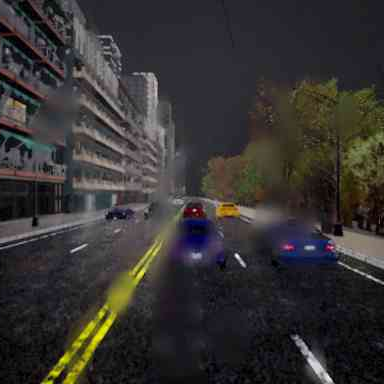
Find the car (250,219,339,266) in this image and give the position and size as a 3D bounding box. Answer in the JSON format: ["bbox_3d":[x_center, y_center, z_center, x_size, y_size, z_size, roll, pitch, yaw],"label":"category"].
[{"bbox_3d":[3.396,1.678,12.045,2.033,1.411,5.357,0,-1,0],"label":"car"}]

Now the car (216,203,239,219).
[{"bbox_3d":[3.494,1.841,33.312,1.882,1.535,5.008,0,-1,0],"label":"car"}]

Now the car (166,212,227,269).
[{"bbox_3d":[0.140,1.650,11.546,1.812,1.442,4.674,0,0,0],"label":"car"}]

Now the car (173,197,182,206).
[{"bbox_3d":[-2.931,2.025,72.336,2.150,2.045,5.566,0,-1,0],"label":"car"}]

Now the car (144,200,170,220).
[{"bbox_3d":[-3.210,1.692,31.361,2.097,1.767,4.553,0,-1,0],"label":"car"}]

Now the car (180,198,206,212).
[{"bbox_3d":[0.235,1.695,31.557,2.097,1.767,4.553,0,-1,0],"label":"car"}]

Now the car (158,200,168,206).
[{"bbox_3d":[-6.184,2.385,71.514,1.895,1.301,4.718,0,-1,0],"label":"car"}]

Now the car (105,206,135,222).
[{"bbox_3d":[-6.468,1.928,30.221,1.895,1.301,4.718,0,-1,0],"label":"car"}]
